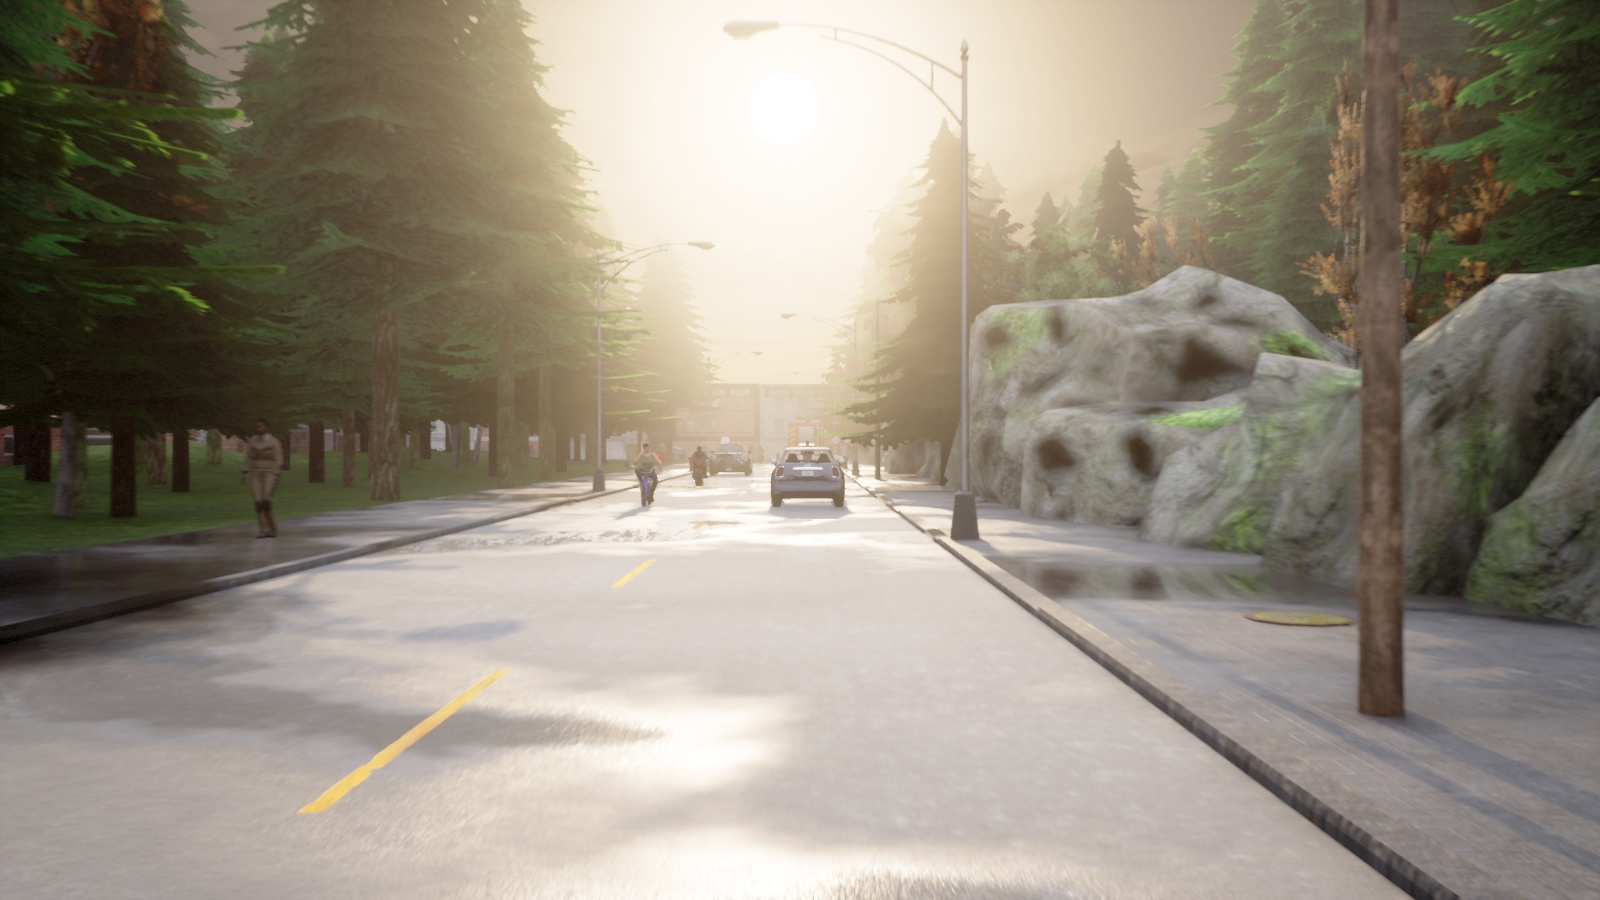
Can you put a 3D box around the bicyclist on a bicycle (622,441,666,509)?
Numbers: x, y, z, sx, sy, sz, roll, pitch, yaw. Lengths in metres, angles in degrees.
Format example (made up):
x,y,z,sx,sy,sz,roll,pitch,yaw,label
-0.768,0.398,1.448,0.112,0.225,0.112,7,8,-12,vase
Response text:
x,y,z,sx,sy,sz,roll,pitch,yaw,label
-3.800,0.589,30.739,0.866,1.612,1.509,0,0,1,bicyclist on a bicycle

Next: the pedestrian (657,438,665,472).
x,y,z,sx,sy,sz,roll,pitch,yaw,label
-7.540,0.248,67.956,0.345,1.836,0.594,0,0,-15,pedestrian

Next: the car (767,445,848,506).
x,y,z,sx,sy,sz,roll,pitch,yaw,label
0.201,0.615,32.578,1.970,1.475,3.806,0,0,0,car

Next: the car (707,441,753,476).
x,y,z,sx,sy,sz,roll,pitch,yaw,label
-3.610,0.407,65.417,2.097,1.767,4.553,0,0,0,car

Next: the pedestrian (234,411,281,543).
x,y,z,sx,sy,sz,roll,pitch,yaw,label
-8.044,0.395,18.634,0.396,1.930,0.692,0,0,-1,pedestrian

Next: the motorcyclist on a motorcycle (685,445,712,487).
x,y,z,sx,sy,sz,roll,pitch,yaw,label
-3.721,0.591,46.064,0.797,1.523,2.044,0,-1,0,motorcyclist on a motorcycle
